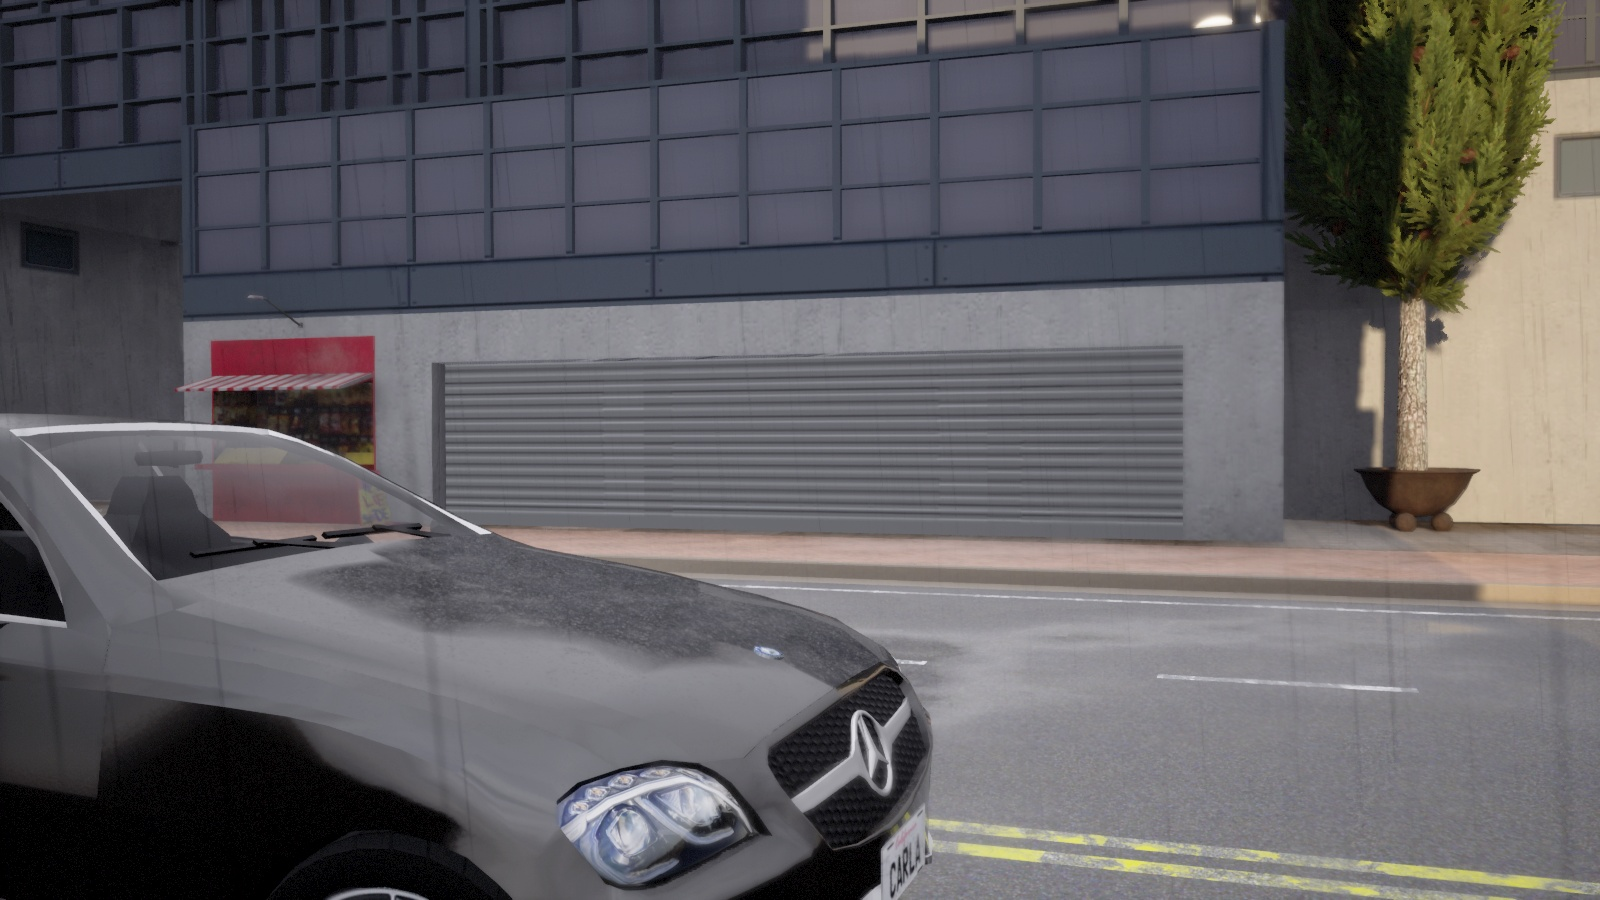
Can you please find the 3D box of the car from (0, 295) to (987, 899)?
[{"bbox_3d":[-2.120,0.535,3.904,5.027,1.651,2.152,1,1,19],"label":"car"}]
